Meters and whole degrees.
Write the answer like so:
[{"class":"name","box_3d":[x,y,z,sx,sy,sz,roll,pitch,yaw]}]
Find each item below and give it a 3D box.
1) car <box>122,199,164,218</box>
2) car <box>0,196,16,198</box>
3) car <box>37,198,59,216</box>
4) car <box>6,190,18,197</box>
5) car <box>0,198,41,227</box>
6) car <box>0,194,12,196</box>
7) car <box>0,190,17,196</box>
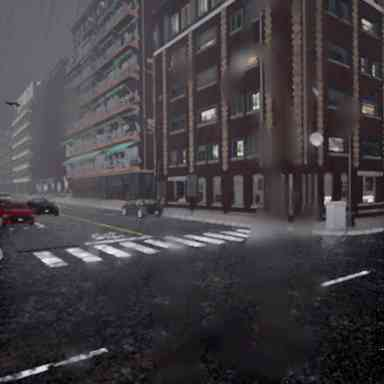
[{"class":"car","box_3d":[-3.755,1.168,24.898,2.008,1.369,4.403,0,1,-36]},{"class":"car","box_3d":[-14.250,1.228,24.987,1.947,1.339,4.313,0,1,-36]},{"class":"car","box_3d":[-11.861,1.194,26.094,1.994,1.385,4.181,-1,1,-36]},{"class":"car","box_3d":[-41.124,0.293,75.766,1.752,1.417,4.829,0,1,-36]},{"class":"car","box_3d":[-10.909,1.282,20.412,1.887,1.381,4.507,0,1,-36]},{"class":"car","box_3d":[-17.605,1.132,29.558,1.887,1.381,4.507,0,1,-36]},{"class":"car","box_3d":[-24.804,0.862,43.842,1.812,1.442,4.674,-1,1,-36]}]
